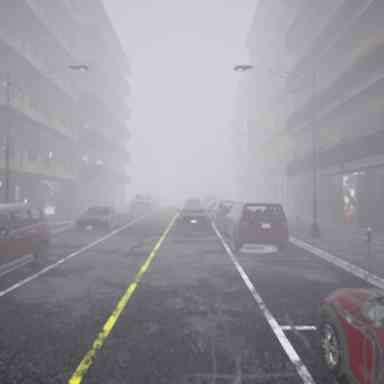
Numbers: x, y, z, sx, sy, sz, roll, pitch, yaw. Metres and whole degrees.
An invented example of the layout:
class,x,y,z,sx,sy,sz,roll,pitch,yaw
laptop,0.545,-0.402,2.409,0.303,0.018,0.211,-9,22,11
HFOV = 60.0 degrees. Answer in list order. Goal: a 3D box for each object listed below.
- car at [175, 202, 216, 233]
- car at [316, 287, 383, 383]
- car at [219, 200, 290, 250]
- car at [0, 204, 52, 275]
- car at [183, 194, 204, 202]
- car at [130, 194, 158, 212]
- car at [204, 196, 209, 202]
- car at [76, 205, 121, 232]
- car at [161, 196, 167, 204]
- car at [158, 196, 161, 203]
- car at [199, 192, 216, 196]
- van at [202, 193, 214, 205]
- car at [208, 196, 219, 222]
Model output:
class,x,y,z,sx,sy,sz,roll,pitch,yaw
car,0.087,1.467,18.920,1.994,1.385,4.181,0,0,0
car,2.591,1.425,2.783,1.967,1.590,4.097,1,0,0
car,2.544,1.242,13.844,2.192,1.841,5.009,1,0,0
car,-5.297,1.270,8.367,2.192,1.841,5.009,1,0,0
car,0.076,1.337,36.834,1.837,1.490,4.892,0,0,0
car,-5.319,1.150,36.020,2.192,1.841,5.009,1,0,0
car,2.522,1.417,35.971,1.802,1.307,4.206,1,0,0
car,-5.312,1.467,19.431,1.947,1.339,4.313,1,0,0
car,-5.341,1.356,58.146,1.802,1.307,4.206,1,0,0
car,-5.328,1.362,41.552,1.887,1.381,4.507,1,0,0
car,2.519,1.116,47.033,2.192,1.841,5.009,1,0,0
van,2.514,1.128,52.565,1.690,1.788,3.998,1,0,0
car,2.533,1.318,24.908,1.967,1.590,4.097,1,0,0
